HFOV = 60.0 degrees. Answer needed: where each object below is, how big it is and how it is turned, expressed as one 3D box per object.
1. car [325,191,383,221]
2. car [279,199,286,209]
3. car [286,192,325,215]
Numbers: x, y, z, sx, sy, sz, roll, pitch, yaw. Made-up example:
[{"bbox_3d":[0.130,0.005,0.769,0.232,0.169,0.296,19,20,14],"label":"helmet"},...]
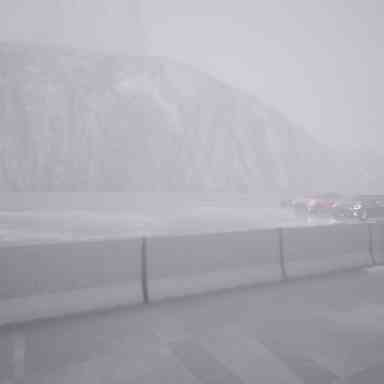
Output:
[{"bbox_3d":[11.577,0.903,22.402,4.553,1.767,2.097,0,2,-29],"label":"car"},{"bbox_3d":[10.000,0.887,29.551,4.718,1.301,1.895,0,2,-29],"label":"car"},{"bbox_3d":[9.854,0.765,25.446,4.553,1.767,2.097,0,2,-29],"label":"car"}]
